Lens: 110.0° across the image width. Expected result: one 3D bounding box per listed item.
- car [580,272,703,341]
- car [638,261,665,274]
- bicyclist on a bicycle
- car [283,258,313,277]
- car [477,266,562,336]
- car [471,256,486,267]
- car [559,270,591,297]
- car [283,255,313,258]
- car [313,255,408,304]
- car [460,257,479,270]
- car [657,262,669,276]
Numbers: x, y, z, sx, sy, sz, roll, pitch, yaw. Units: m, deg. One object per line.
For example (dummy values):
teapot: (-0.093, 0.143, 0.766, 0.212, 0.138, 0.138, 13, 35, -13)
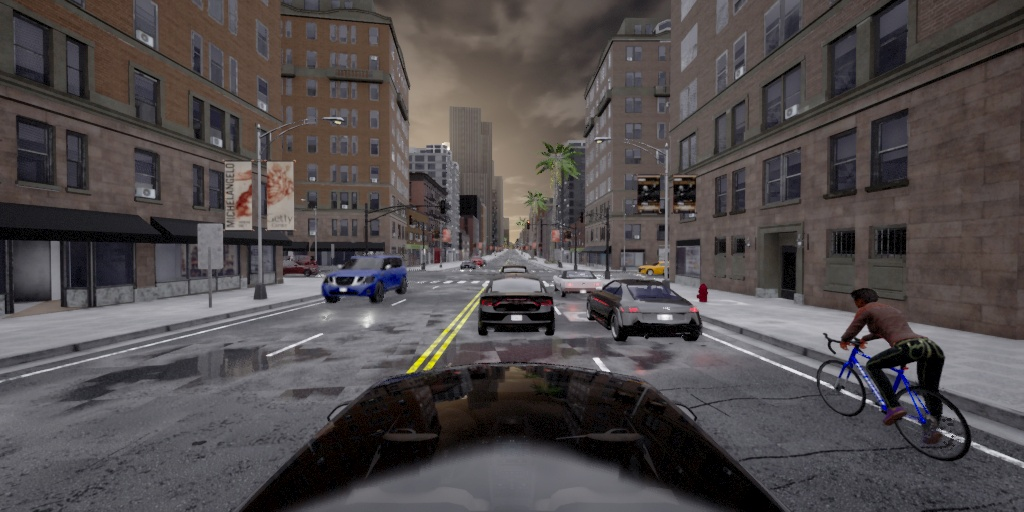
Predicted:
car: (3.349, 1.312, 9.856, 1.994, 1.385, 4.181, 0, 0, 0)
car: (16.375, 1.335, 39.189, 5.008, 1.535, 1.882, 0, 1, 0)
bicyclist on a bicycle: (4.148, 1.202, 4.061, 0.582, 1.620, 1.656, 0, 0, 0)
car: (-20.409, 1.143, 33.467, 4.674, 1.442, 1.812, 0, 1, -9)
car: (0.111, 1.225, 10.463, 1.882, 1.535, 5.008, 0, 0, 0)
car: (-6.476, 0.956, 64.541, 2.150, 2.045, 5.566, 0, 0, 0)
car: (3.273, 1.346, 18.670, 1.895, 1.301, 4.718, 0, 0, 0)
car: (-23.843, 0.830, 38.795, 5.009, 1.841, 2.192, 0, 0, -8)
car: (-6.591, 0.967, 16.817, 2.150, 2.045, 5.566, 0, 0, 1)
car: (-6.523, 1.301, 53.684, 1.994, 1.385, 4.181, 0, 0, 0)
car: (16.252, 1.508, 33.245, 4.313, 1.339, 1.948, 0, 0, 0)
